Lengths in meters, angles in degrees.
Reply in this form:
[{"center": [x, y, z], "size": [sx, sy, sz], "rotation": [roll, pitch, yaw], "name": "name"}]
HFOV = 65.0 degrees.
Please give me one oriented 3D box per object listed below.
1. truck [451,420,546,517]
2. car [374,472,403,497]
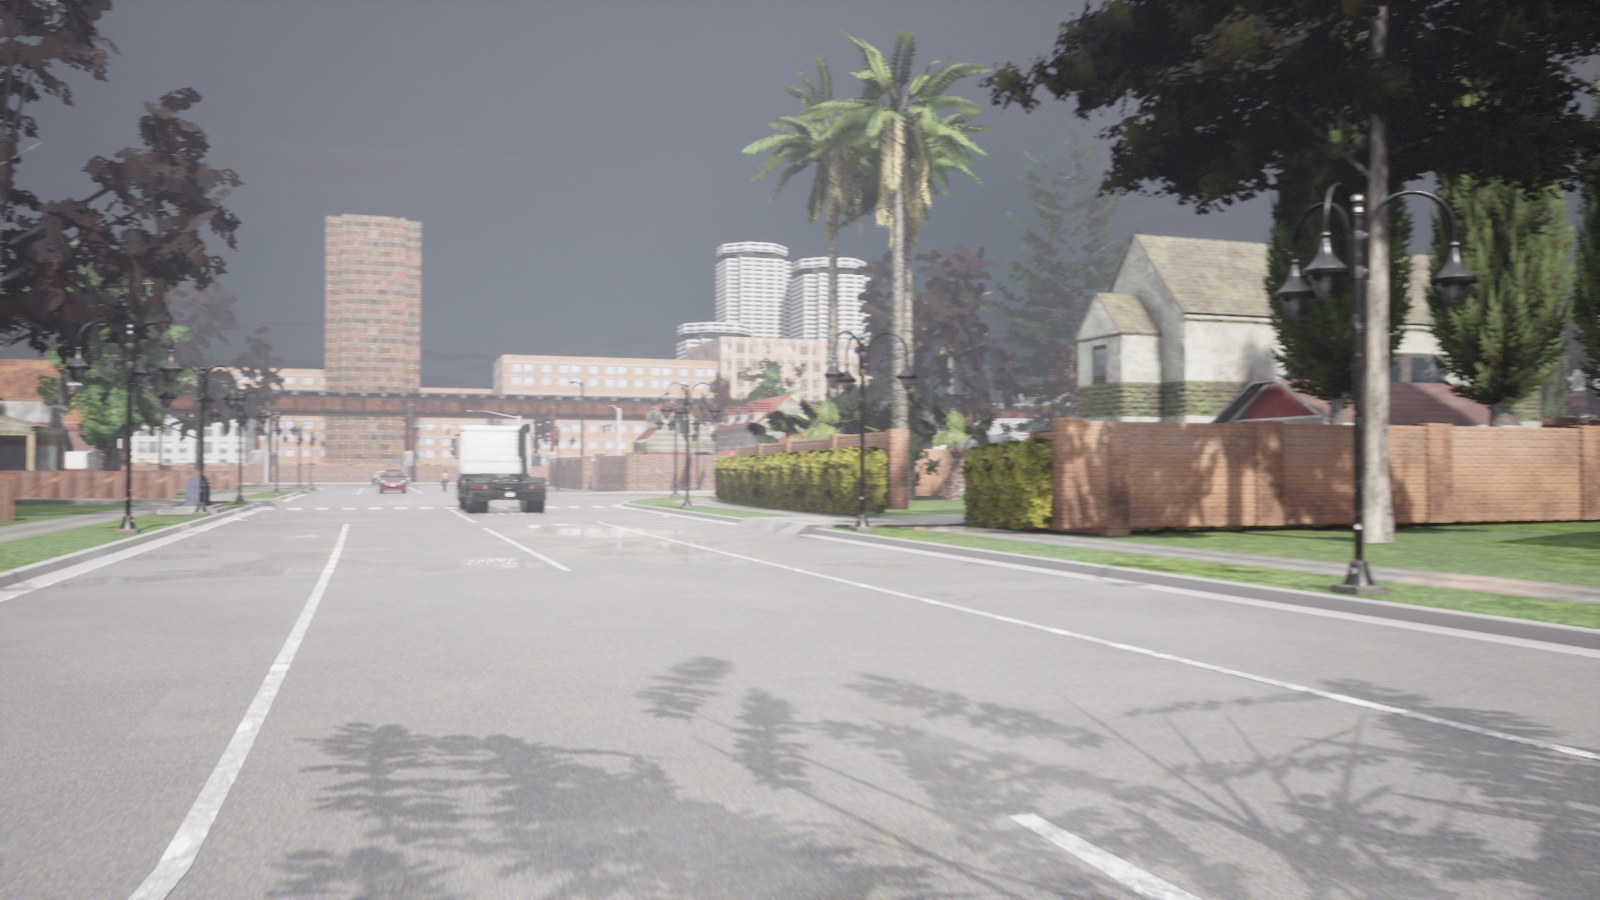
[{"center": [-11.843, 0.724, 48.794], "size": [2.891, 3.462, 7.936], "rotation": [0, -1, -19], "name": "truck"}, {"center": [-27.824, 2.306, 84.827], "size": [1.851, 1.617, 3.988], "rotation": [0, -1, -19], "name": "car"}]
